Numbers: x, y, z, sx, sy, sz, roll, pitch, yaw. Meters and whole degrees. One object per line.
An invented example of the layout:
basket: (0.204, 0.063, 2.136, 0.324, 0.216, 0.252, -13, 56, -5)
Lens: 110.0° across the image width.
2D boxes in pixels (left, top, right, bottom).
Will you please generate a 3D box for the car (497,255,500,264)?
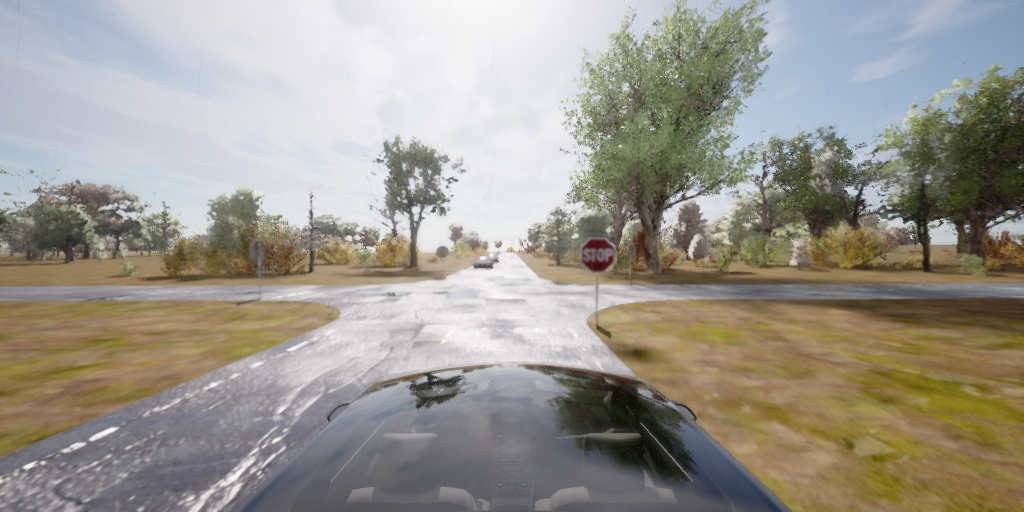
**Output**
car: (-2.977, 0.372, 55.784, 2.128, 1.511, 4.902, 0, 1, 0)

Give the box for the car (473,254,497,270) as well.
car: (-2.984, 0.750, 38.325, 1.994, 1.385, 4.181, 0, 2, 0)
